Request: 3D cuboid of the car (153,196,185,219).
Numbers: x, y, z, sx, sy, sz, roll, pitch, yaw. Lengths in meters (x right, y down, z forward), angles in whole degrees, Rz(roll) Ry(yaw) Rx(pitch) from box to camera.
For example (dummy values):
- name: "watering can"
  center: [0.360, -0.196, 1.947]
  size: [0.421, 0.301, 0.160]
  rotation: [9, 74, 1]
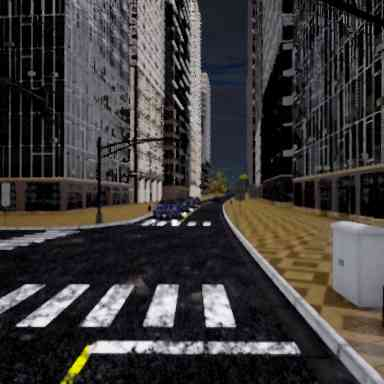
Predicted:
- name: "car"
  center: [-2.123, 1.353, 29.333]
  size: [2.097, 1.767, 4.553]
  rotation: [0, 0, 4]

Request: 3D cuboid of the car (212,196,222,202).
- name: "car"
  center: [5.311, 1.490, 71.298]
  size: [2.033, 1.411, 5.357]
  rotation: [0, 0, 8]

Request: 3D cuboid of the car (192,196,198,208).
- name: "car"
  center: [-0.722, 1.340, 47.019]
  size: [2.097, 1.767, 4.553]
  rotation: [0, 0, 6]

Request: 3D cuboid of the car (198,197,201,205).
- name: "car"
  center: [0.412, 1.466, 57.336]
  size: [2.128, 1.511, 4.902]
  rotation: [0, 0, 7]

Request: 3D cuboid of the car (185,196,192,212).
- name: "car"
  center: [-1.500, 1.348, 38.246]
  size: [2.097, 1.767, 4.553]
  rotation: [0, 0, 5]
